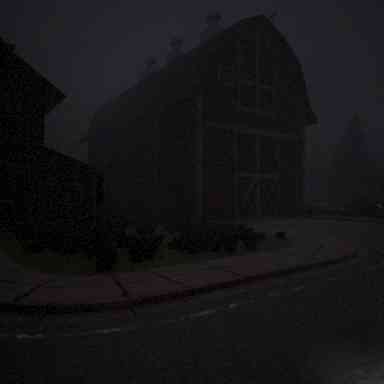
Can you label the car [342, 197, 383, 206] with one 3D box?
[{"bbox_3d":[18.272,1.385,35.134,2.097,1.767,4.553,0,0,-34],"label":"car"}]
